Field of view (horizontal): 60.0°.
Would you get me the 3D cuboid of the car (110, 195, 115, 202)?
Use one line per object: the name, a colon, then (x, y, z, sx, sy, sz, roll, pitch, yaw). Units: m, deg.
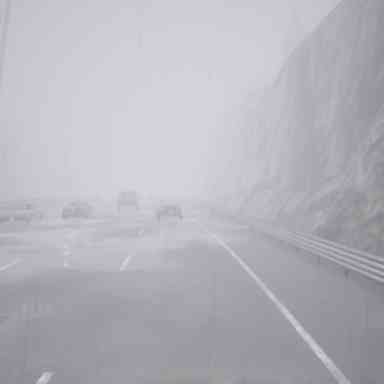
car: (-14.292, 1.112, 62.748, 1.895, 1.301, 4.718, -1, 1, -8)

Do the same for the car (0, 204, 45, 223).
car: (-12.248, 1.490, 24.226, 1.895, 1.301, 4.718, -1, 1, -9)

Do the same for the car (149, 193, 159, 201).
car: (-7.507, 0.889, 64.756, 1.882, 1.535, 5.008, -1, 0, -8)

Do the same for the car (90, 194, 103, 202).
car: (-17.603, 1.044, 61.186, 1.882, 1.535, 5.008, -1, 1, -8)

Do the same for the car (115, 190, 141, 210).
car: (-7.166, 0.910, 37.572, 2.150, 2.045, 5.566, -1, 0, -9)

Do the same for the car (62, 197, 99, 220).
car: (-8.939, 1.375, 26.375, 2.033, 1.411, 5.357, -1, 1, -10)

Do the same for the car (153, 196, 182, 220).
car: (-1.835, 1.279, 25.628, 1.812, 1.442, 4.674, -1, 0, -8)
